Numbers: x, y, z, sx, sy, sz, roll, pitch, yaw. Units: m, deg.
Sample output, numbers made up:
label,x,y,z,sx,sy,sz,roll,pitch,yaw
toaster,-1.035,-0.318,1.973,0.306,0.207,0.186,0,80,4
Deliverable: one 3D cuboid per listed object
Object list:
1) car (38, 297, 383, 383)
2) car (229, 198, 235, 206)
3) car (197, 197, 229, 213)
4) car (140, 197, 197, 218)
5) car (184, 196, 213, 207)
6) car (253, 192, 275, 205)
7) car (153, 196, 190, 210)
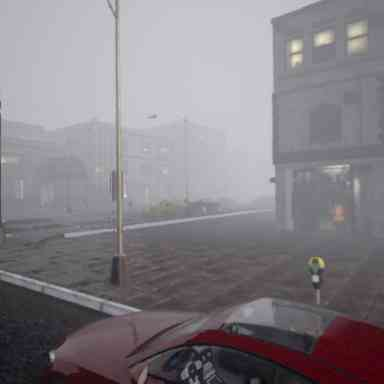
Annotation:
label,x,y,z,sx,sy,sz,roll,pitch,yaw
car,0.495,1.582,2.689,4.206,1.307,1.802,0,-1,36
car,3.790,1.256,44.114,1.895,1.301,4.718,-1,0,36
car,1.186,1.220,30.717,2.008,1.369,4.403,-1,0,36
car,-1.970,1.244,26.381,1.752,1.417,4.829,-1,0,36
car,0.925,1.296,44.596,1.802,1.307,4.206,-1,0,36
car,10.386,1.100,47.845,1.994,1.385,4.181,-1,0,36
car,-2.431,1.292,39.985,1.752,1.417,4.829,-1,0,36
